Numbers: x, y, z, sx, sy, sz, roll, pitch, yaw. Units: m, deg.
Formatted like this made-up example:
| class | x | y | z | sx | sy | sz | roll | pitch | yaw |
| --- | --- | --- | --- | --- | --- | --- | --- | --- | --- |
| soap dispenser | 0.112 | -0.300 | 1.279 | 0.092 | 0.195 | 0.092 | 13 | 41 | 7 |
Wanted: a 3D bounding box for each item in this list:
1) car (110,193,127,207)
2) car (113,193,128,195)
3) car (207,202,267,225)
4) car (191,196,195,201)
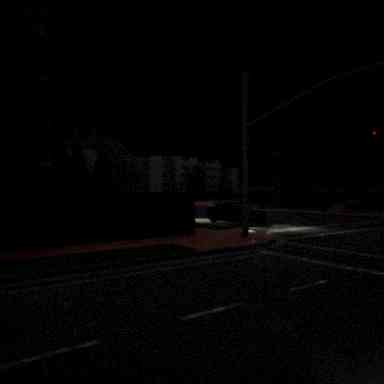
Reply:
| class | x | y | z | sx | sy | sz | roll | pitch | yaw |
| --- | --- | --- | --- | --- | --- | --- | --- | --- | --- |
| car | -12.147 | 1.243 | 55.149 | 2.150 | 2.045 | 5.566 | 0 | 1 | -7 |
| car | -8.493 | 1.243 | 41.958 | 2.150 | 2.045 | 5.566 | 0 | 0 | -22 |
| car | 3.140 | 1.497 | 24.025 | 1.882 | 1.535 | 5.008 | 0 | 0 | -38 |
| car | -0.777 | 1.573 | 71.349 | 2.128 | 1.511 | 4.902 | 0 | 0 | 17 |
